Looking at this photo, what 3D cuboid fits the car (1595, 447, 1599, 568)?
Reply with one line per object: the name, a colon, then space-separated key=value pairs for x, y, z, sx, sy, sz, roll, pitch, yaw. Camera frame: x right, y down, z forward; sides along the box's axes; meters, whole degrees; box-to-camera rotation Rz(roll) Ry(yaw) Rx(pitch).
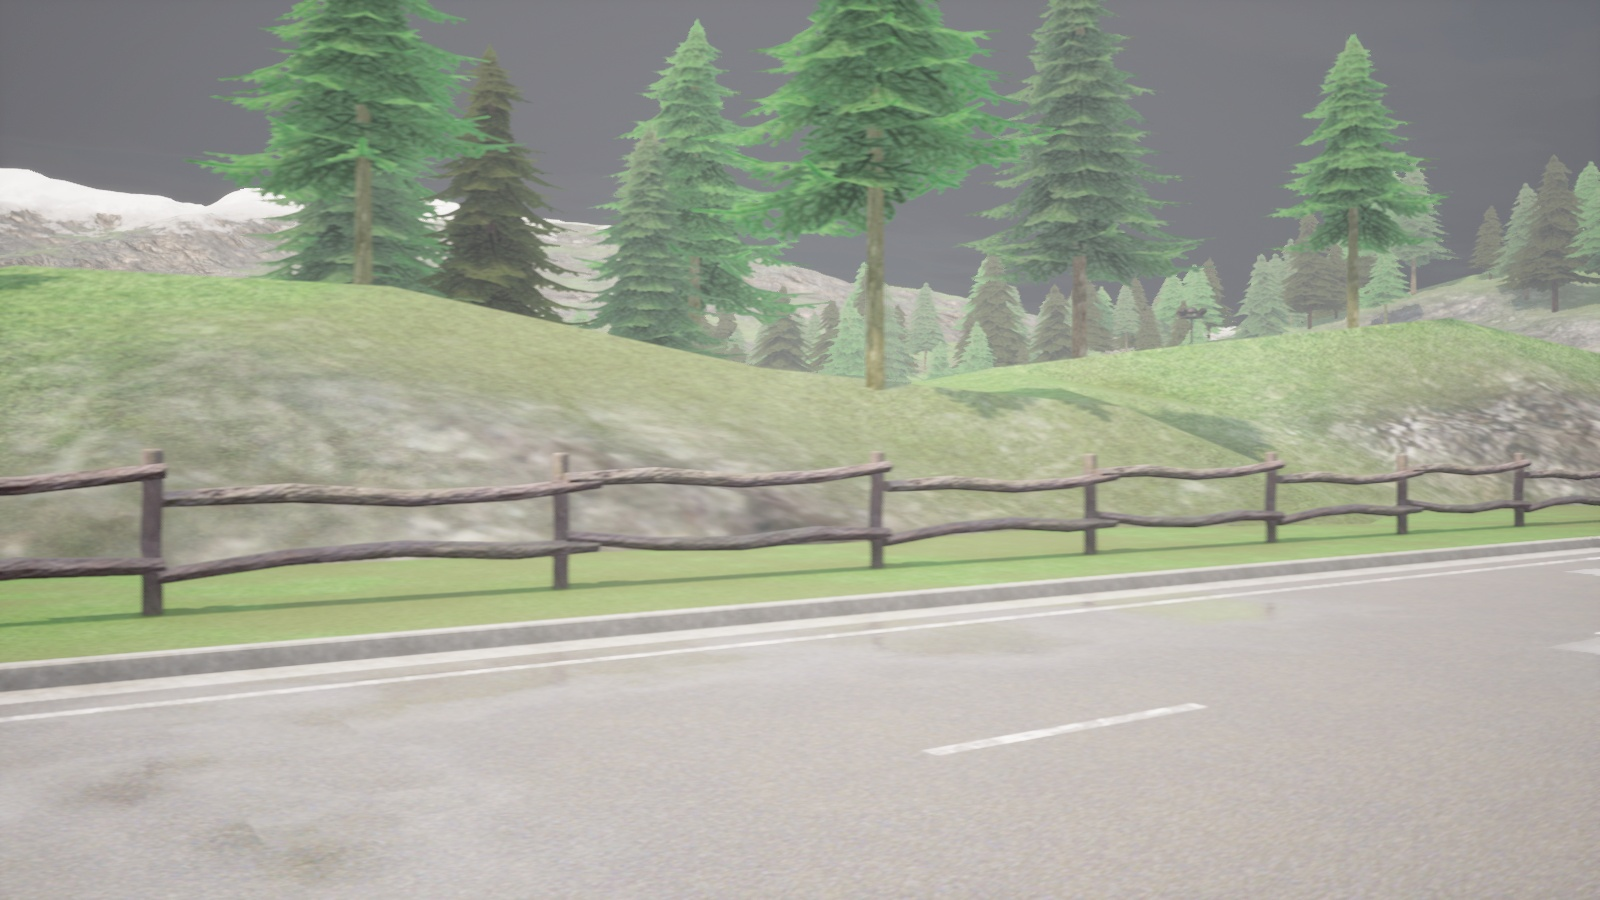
car: x=12.234 y=0.733 z=16.438 sx=3.705 sy=1.549 sz=1.789 roll=0 pitch=0 yaw=-35
